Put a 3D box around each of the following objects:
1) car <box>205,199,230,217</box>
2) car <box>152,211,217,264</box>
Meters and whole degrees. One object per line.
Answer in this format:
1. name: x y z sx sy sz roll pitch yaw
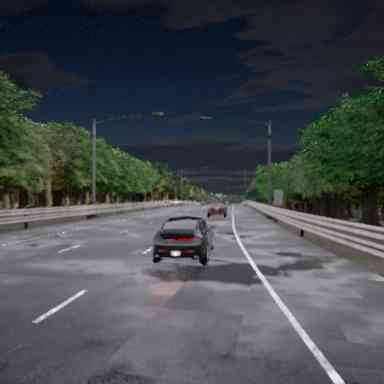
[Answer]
1. car: 3.006 1.922 38.794 2.097 1.767 4.553 0 -1 7
2. car: -0.204 1.691 12.735 1.837 1.490 4.892 0 -1 7
